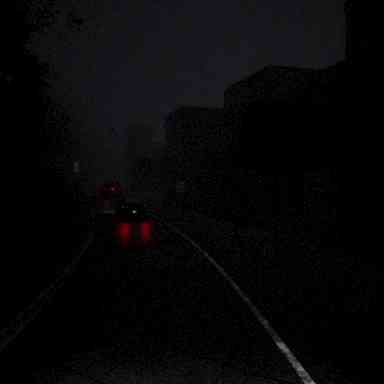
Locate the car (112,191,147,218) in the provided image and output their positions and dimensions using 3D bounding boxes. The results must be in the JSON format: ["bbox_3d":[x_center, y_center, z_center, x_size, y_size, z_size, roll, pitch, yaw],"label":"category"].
[{"bbox_3d":[-4.372,0.966,23.577,1.812,1.442,4.674,-1,3,-17],"label":"car"}]

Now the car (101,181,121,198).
[{"bbox_3d":[-10.195,-0.389,41.888,2.150,2.045,5.566,-1,4,-17],"label":"car"}]
